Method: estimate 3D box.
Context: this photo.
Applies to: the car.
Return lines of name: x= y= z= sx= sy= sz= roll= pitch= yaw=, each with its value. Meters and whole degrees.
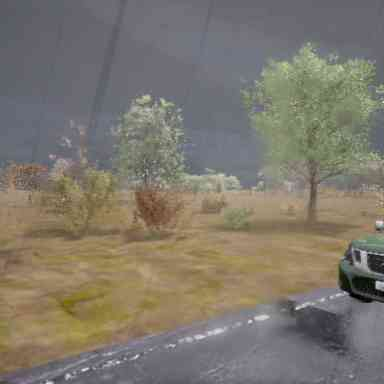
car: x=5.500 y=1.215 z=7.008 sx=5.566 sy=2.045 sz=2.150 roll=0 pitch=0 yaw=-33
